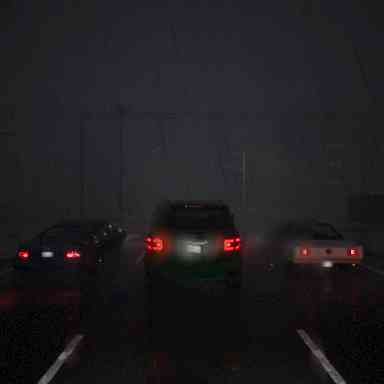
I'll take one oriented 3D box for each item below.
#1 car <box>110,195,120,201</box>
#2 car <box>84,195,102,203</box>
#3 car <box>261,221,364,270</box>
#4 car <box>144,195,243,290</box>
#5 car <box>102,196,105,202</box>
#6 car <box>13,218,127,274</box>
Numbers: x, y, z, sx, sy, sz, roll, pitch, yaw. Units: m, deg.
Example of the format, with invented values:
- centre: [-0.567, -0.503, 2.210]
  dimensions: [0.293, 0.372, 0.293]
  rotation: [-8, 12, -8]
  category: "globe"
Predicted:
- centre: [-19.743, 1.547, 86.087]
  dimensions: [1.895, 1.301, 4.718]
  rotation: [0, 0, 0]
  category: "car"
- centre: [-19.757, 1.527, 65.670]
  dimensions: [1.994, 1.385, 4.181]
  rotation: [0, 0, 0]
  category: "car"
- centre: [3.566, 1.596, 10.920]
  dimensions: [1.895, 1.301, 4.718]
  rotation: [0, 0, 1]
  category: "car"
- centre: [0.051, 1.218, 9.223]
  dimensions: [2.150, 2.045, 5.566]
  rotation: [0, 0, 1]
  category: "car"
- centre: [-19.758, 1.466, 70.601]
  dimensions: [1.837, 1.490, 4.892]
  rotation: [0, 0, 0]
  category: "car"
- centre: [-3.439, 1.542, 10.473]
  dimensions: [2.033, 1.411, 5.357]
  rotation: [0, 0, 1]
  category: "car"
